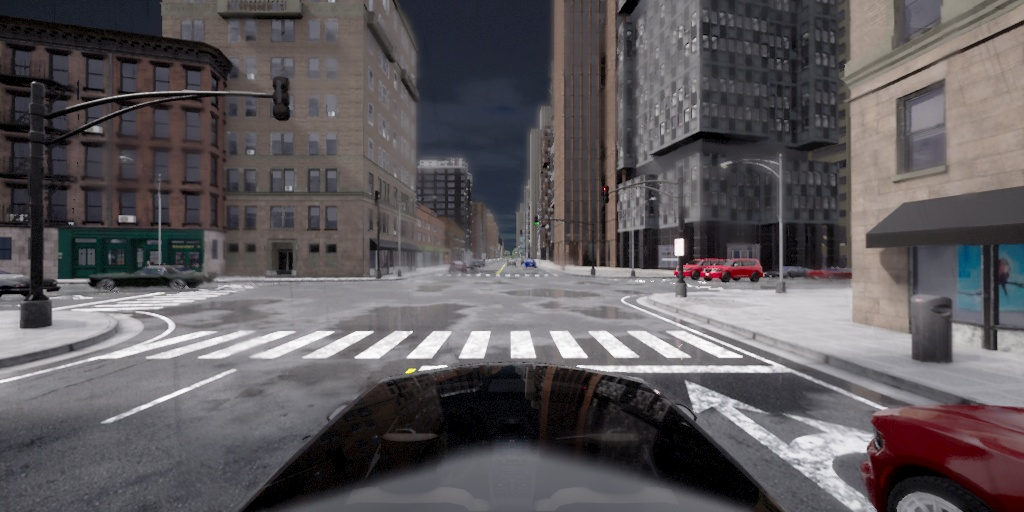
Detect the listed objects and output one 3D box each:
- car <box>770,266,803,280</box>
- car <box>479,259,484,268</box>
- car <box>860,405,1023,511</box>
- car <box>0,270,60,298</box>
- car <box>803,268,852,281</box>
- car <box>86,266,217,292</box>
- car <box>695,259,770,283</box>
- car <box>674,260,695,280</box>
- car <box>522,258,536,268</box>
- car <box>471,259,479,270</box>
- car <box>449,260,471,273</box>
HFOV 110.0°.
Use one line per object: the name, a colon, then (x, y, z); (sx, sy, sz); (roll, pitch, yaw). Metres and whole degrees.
car: (29.687, 1.768, 38.287); (5.357, 1.411, 2.033); (1, -1, -15)
car: (-6.654, 1.436, 64.579); (1.994, 1.385, 4.181); (0, 0, 0)
car: (3.352, 1.225, 0.381); (1.882, 1.535, 5.008); (0, 0, 0)
car: (-22.313, 1.055, 14.400); (5.357, 1.411, 2.033); (1, -1, -16)
car: (31.861, 1.817, 35.479); (4.718, 1.301, 1.895); (1, -1, -14)
car: (-18.924, 1.183, 19.040); (4.718, 1.301, 1.895); (1, -1, -18)
car: (19.718, 1.290, 32.127); (5.566, 2.045, 2.150); (1, -1, -17)
car: (18.717, 1.309, 35.214); (5.566, 2.045, 2.150); (1, -1, -16)
car: (3.258, 1.349, 64.321); (1.882, 1.535, 5.008); (0, 0, 0)
car: (-6.667, 1.345, 54.617); (2.128, 1.511, 4.902); (0, 0, 0)
car: (-6.659, 1.360, 44.657); (1.812, 1.442, 4.674); (0, 0, 0)
